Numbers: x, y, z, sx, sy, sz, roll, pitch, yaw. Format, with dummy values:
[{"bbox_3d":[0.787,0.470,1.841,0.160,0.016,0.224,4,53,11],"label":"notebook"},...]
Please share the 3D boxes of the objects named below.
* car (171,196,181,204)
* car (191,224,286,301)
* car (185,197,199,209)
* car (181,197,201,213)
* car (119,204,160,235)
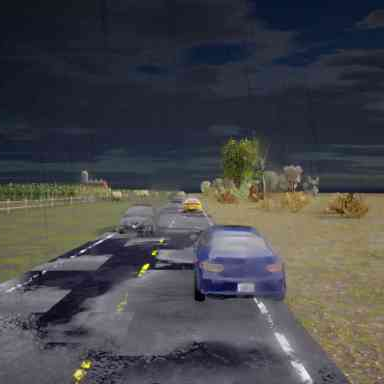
[{"bbox_3d":[-2.837,1.535,61.653,2.033,1.411,5.357,0,0,0],"label":"car"},{"bbox_3d":[0.951,1.524,8.174,1.812,1.442,4.674,0,0,0],"label":"car"},{"bbox_3d":[-0.041,1.467,47.244,1.882,1.535,5.008,0,0,1],"label":"car"},{"bbox_3d":[0.026,1.469,37.064,1.882,1.535,5.008,0,0,0],"label":"car"},{"bbox_3d":[-2.877,1.500,18.993,1.837,1.490,4.892,0,0,0],"label":"car"}]
